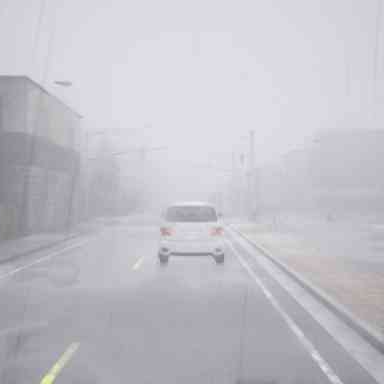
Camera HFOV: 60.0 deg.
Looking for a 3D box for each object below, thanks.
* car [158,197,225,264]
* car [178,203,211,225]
[{"bbox_3d":[-0.006,1.359,12.583,2.150,2.045,5.566,0,0,0],"label":"car"},{"bbox_3d":[0.343,1.795,28.427,2.128,1.511,4.902,0,0,9],"label":"car"}]
